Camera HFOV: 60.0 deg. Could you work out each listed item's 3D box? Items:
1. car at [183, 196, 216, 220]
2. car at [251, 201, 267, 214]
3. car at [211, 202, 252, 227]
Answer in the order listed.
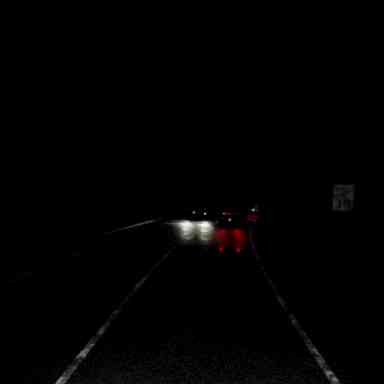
[{"bbox_3d":[0.880,1.363,30.294,2.150,2.045,5.566,1,0,15],"label":"car"},{"bbox_3d":[8.019,1.908,41.103,1.837,1.490,4.892,2,-1,21],"label":"car"},{"bbox_3d":[3.014,1.658,24.426,2.128,1.511,4.902,1,0,12],"label":"car"}]
